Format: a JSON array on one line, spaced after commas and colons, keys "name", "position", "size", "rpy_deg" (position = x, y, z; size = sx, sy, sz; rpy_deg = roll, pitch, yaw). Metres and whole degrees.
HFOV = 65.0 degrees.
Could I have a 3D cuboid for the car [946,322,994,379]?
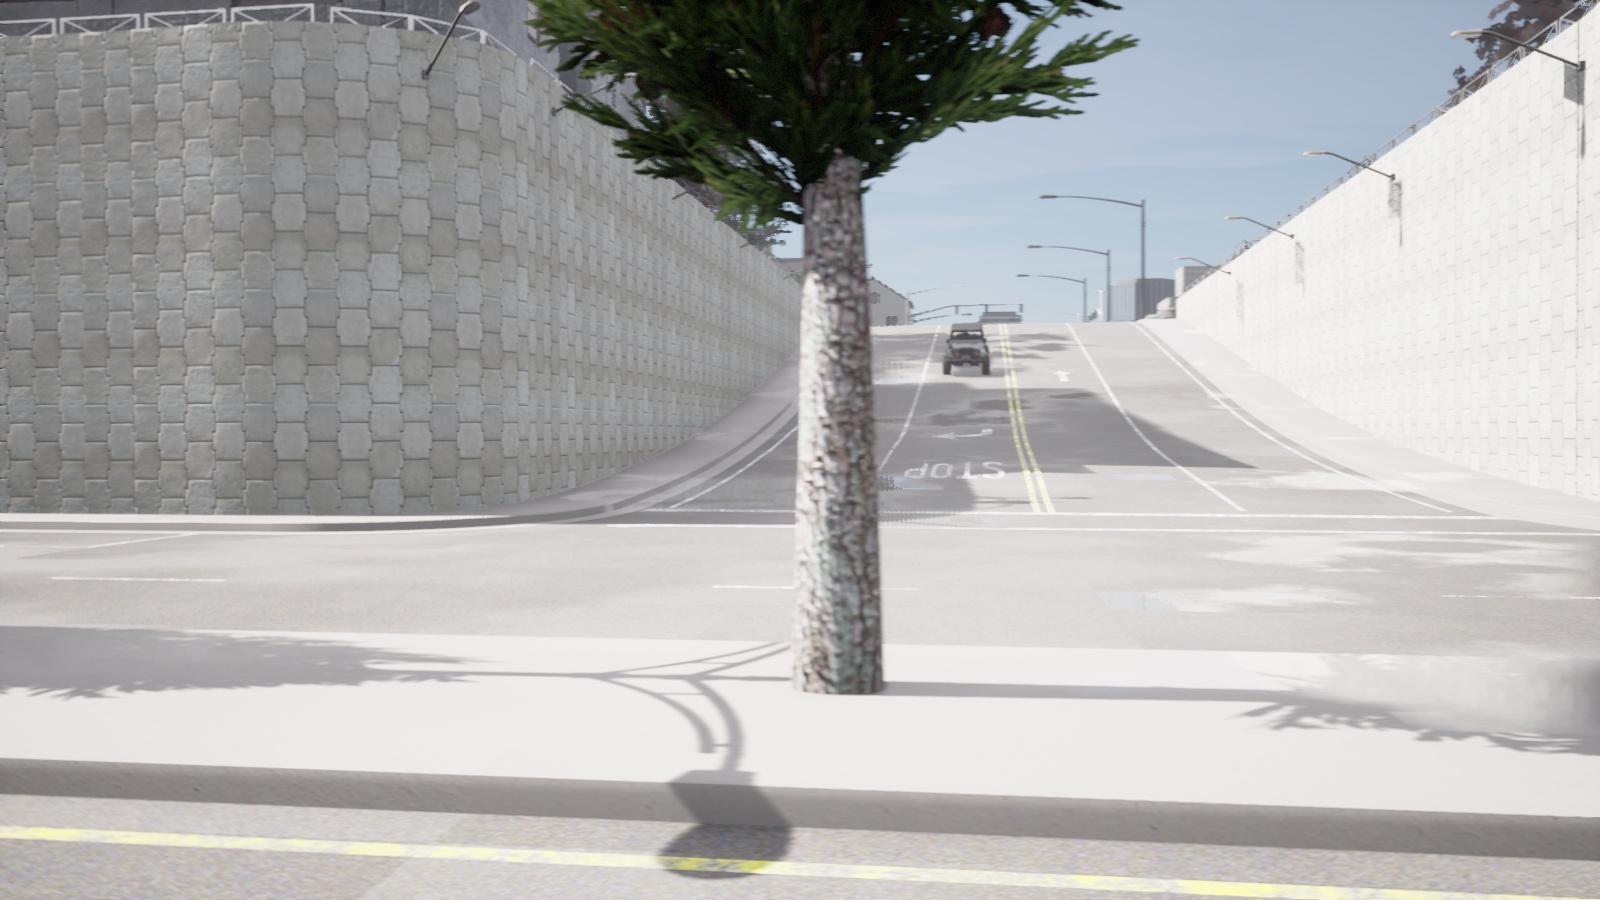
[{"name": "car", "position": [7.122, -4.186, 52.415], "size": [1.905, 1.878, 3.866], "rpy_deg": [0, 12, 8]}]
